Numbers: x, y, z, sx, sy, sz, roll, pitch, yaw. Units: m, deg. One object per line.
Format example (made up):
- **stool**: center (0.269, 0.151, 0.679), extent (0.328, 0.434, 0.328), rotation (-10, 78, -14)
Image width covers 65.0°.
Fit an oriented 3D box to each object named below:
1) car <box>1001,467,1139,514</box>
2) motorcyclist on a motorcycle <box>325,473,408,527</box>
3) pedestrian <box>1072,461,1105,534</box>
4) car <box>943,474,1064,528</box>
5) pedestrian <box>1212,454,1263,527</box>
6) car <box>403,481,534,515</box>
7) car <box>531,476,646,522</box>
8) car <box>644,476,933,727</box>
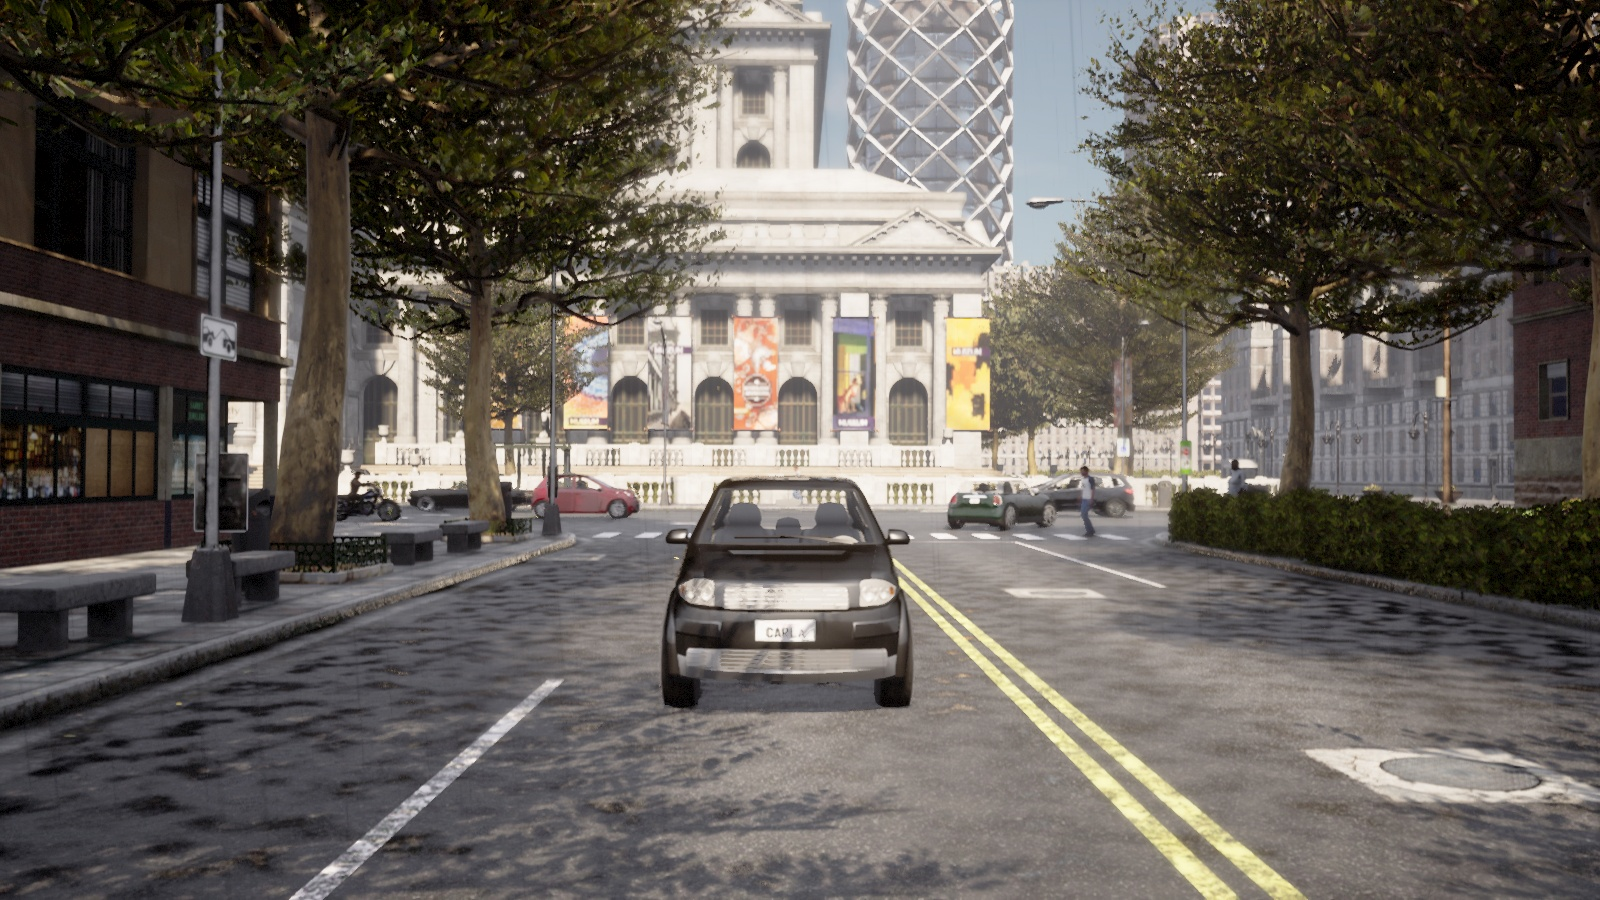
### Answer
- **car**: center (9.939, 1.496, 46.551), extent (4.611, 1.667, 2.242), rotation (0, -1, 0)
- **motorcyclist on a motorcycle**: center (-13.621, 1.564, 39.513), extent (2.350, 1.649, 0.766), rotation (0, -1, 0)
- **pedestrian**: center (7.313, 1.193, 31.855), extent (0.706, 1.836, 0.354), rotation (0, -1, -15)
- **car**: center (5.993, 1.448, 36.689), extent (1.970, 1.475, 3.806), rotation (-1, -1, 36)
- **pedestrian**: center (11.279, 1.037, 32.379), extent (0.900, 1.855, 0.874), rotation (0, -1, -11)
- **car**: center (-13.149, 1.909, 50.009), extent (4.718, 1.301, 1.895), rotation (0, -1, 0)
- **car**: center (-7.202, 1.668, 43.022), extent (3.633, 1.501, 1.845), rotation (0, -1, 0)
- **car**: center (-0.084, 0.978, 9.664), extent (1.789, 1.549, 3.705), rotation (0, -1, 0)
